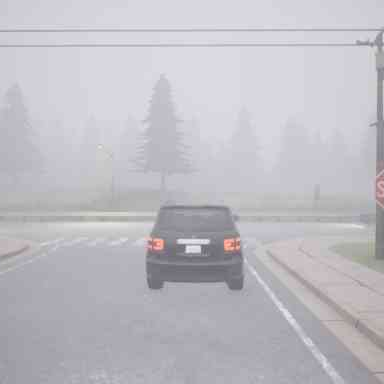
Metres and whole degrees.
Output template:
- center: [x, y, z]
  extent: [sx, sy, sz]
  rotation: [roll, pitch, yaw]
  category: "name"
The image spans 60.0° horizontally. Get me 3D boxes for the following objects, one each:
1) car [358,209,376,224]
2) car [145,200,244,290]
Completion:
- center: [13.445, 1.563, 22.218]
  extent: [4.181, 1.385, 1.994]
  rotation: [0, 0, 1]
  category: "car"
- center: [0.150, 1.221, 9.240]
  extent: [2.150, 2.045, 5.566]
  rotation: [0, 0, 3]
  category: "car"
